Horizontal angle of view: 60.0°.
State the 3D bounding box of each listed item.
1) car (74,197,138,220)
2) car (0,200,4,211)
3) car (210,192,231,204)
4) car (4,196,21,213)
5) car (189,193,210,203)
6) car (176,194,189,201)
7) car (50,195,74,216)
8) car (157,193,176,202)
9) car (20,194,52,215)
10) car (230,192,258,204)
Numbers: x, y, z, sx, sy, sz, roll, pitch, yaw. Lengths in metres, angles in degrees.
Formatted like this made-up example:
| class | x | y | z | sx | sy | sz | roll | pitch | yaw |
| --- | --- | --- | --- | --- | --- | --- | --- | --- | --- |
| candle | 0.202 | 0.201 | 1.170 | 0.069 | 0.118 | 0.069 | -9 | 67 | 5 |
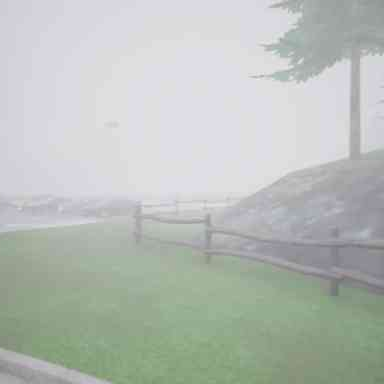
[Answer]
| class | x | y | z | sx | sy | sz | roll | pitch | yaw |
| --- | --- | --- | --- | --- | --- | --- | --- | --- | --- |
| car | -6.142 | 1.184 | 25.561 | 1.882 | 1.535 | 5.008 | 0 | 1 | 33 |
| car | -17.684 | 1.127 | 33.486 | 2.128 | 1.511 | 4.902 | 0 | 1 | 33 |
| car | 5.007 | 0.760 | 48.710 | 2.097 | 1.767 | 4.553 | 0 | 1 | 34 |
| car | -14.765 | 1.004 | 31.552 | 2.097 | 1.767 | 4.553 | 0 | 1 | 33 |
| car | 2.036 | 0.899 | 50.566 | 1.837 | 1.490 | 4.892 | 0 | 0 | 34 |
| car | 0.142 | 0.904 | 54.013 | 2.033 | 1.411 | 5.357 | 0 | 1 | 34 |
| car | -8.848 | 1.177 | 27.816 | 2.128 | 1.511 | 4.902 | 0 | 1 | 33 |
| car | -3.797 | 0.851 | 54.435 | 2.128 | 1.511 | 4.902 | 0 | 1 | 34 |
| car | -11.993 | 1.150 | 29.403 | 1.882 | 1.535 | 5.008 | 0 | 1 | 33 |
| car | 7.586 | 0.958 | 46.276 | 1.812 | 1.442 | 4.674 | 0 | 1 | 34 |
